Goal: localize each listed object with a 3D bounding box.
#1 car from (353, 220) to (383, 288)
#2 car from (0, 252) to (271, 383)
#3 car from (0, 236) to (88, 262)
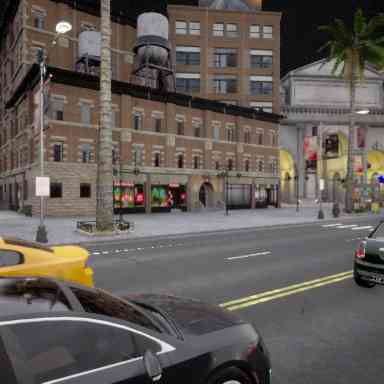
[{"bbox_3d":[5.944,1.353,8.019,4.553,1.767,2.097,0,0,-35],"label":"car"},{"bbox_3d":[-1.429,1.505,2.719,4.892,1.490,1.837,0,0,-36],"label":"car"},{"bbox_3d":[-4.165,1.477,5.321,5.008,1.535,1.882,0,0,-35],"label":"car"}]
